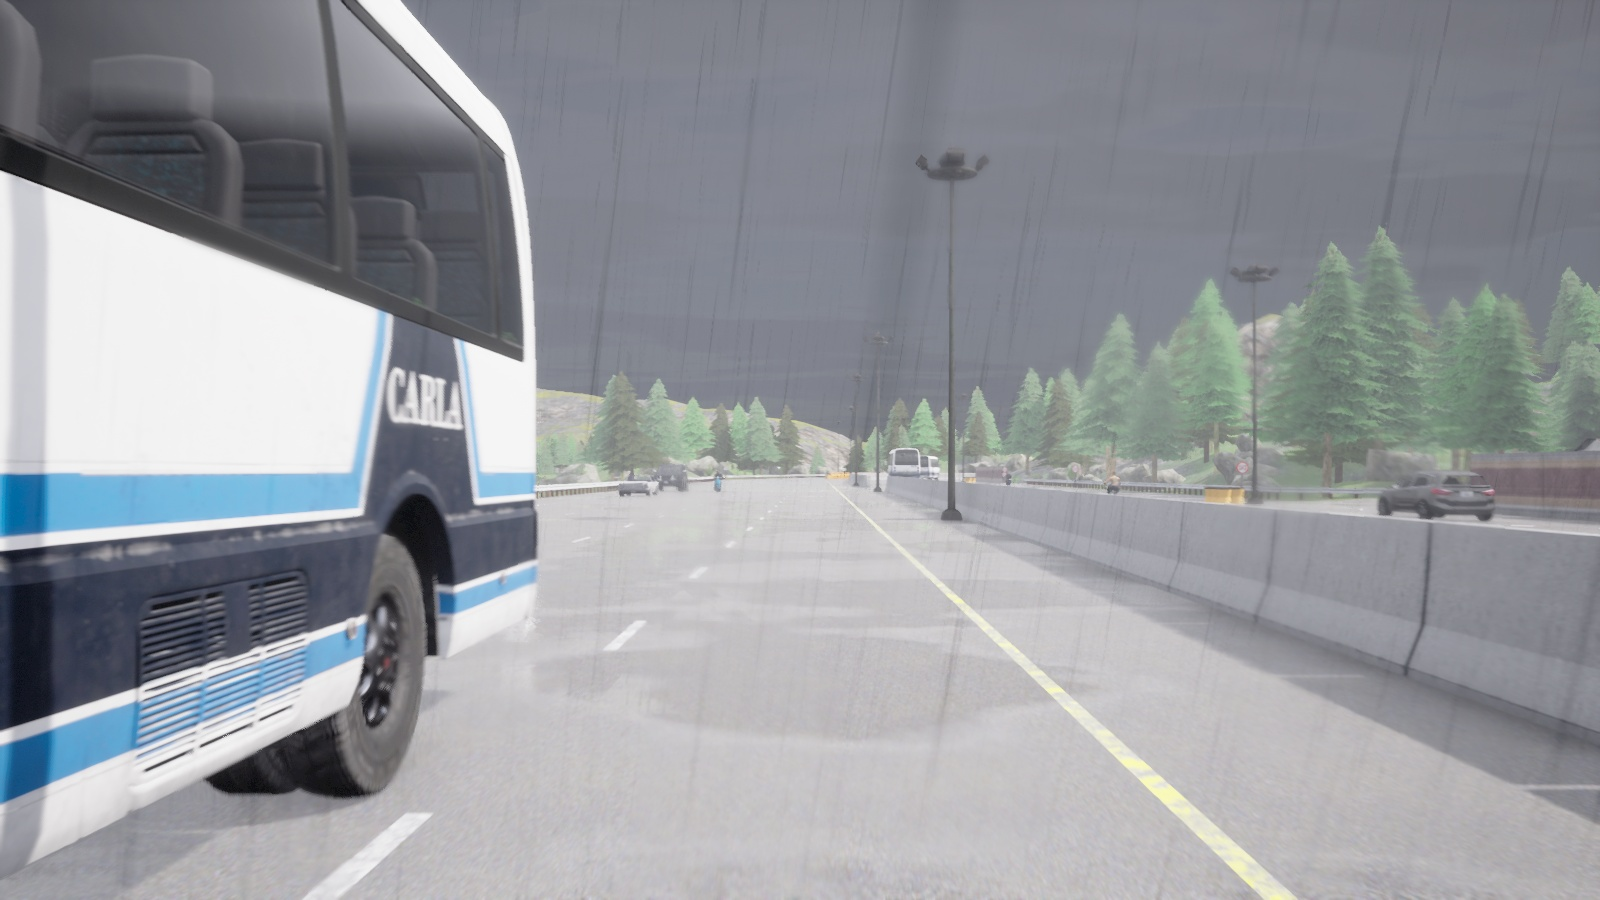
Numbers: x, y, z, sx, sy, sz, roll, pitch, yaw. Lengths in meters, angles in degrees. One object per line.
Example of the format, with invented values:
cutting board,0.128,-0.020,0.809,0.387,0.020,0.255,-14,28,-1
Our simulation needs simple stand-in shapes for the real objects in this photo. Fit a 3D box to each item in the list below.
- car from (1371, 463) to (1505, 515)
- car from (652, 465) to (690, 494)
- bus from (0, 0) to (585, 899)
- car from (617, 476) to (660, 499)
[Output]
car,21.541,1.291,42.642,2.242,1.667,4.611,0,-1,0
car,-9.309,2.092,90.961,2.150,2.045,5.566,0,-1,1
bus,-3.498,-0.492,3.415,3.944,4.253,10.273,0,-1,1
car,-9.533,2.196,74.376,1.895,1.301,4.718,0,-1,1
